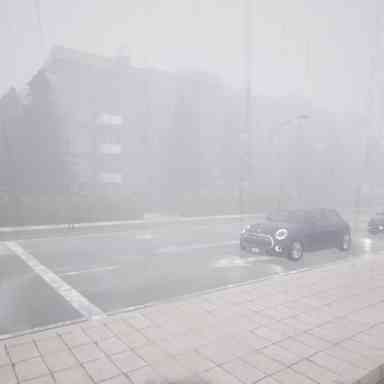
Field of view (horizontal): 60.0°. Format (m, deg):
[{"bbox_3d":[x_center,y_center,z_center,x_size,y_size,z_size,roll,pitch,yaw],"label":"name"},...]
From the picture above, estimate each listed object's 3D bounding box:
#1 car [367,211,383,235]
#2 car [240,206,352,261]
[{"bbox_3d":[11.233,1.505,17.711,4.892,1.490,1.837,0,0,-36],"label":"car"},{"bbox_3d":[3.917,1.352,12.404,4.553,1.767,2.097,0,0,-36],"label":"car"}]
